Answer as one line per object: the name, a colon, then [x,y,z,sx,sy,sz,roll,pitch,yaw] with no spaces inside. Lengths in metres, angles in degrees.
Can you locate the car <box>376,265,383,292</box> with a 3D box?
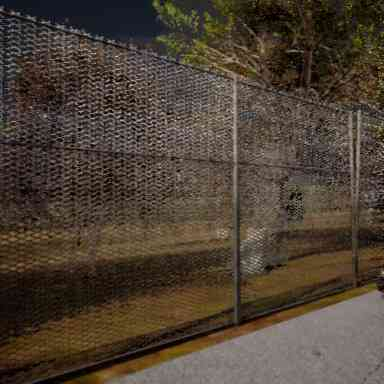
car: [6.373,1.571,7.607,5.357,1.411,2.033,0,0,-35]
